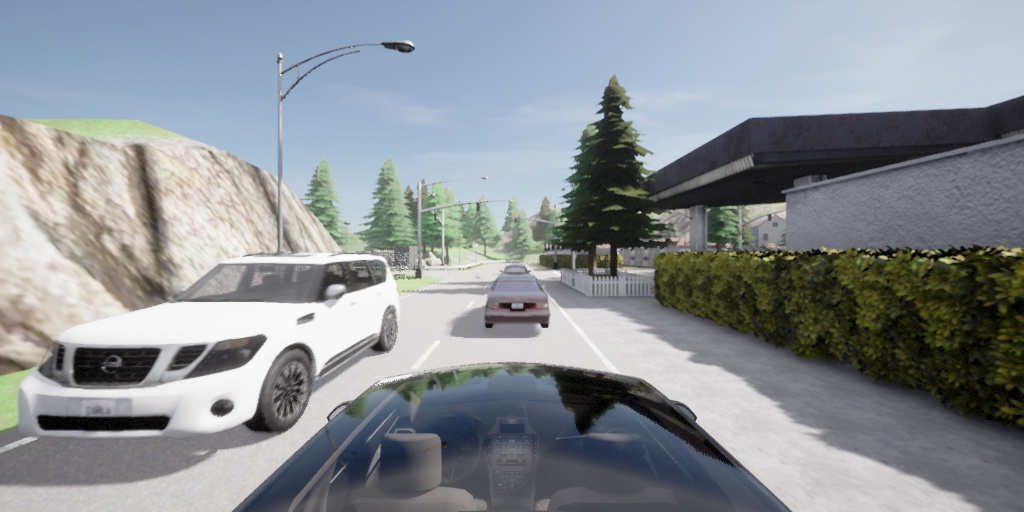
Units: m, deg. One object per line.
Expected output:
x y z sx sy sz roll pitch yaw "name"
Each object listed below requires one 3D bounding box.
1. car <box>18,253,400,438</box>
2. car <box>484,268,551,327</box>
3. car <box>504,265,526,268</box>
-3.582 0.963 5.880 2.150 2.045 5.566 0 0 0 "car"
0.148 1.279 11.427 2.033 1.411 5.357 0 0 0 "car"
0.205 1.238 21.409 1.812 1.442 4.674 0 0 0 "car"
